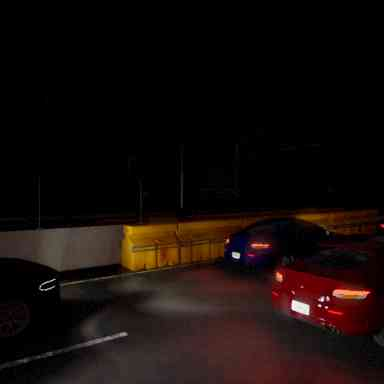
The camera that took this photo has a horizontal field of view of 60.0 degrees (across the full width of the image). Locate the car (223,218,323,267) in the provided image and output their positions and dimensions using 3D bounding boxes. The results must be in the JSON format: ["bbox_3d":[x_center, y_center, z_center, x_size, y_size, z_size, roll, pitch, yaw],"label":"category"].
[{"bbox_3d":[3.052,1.525,10.226,4.674,1.442,1.812,0,0,-35],"label":"car"}]

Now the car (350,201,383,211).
[{"bbox_3d":[18.343,1.600,34.291,4.718,1.301,1.895,0,0,-36],"label":"car"}]

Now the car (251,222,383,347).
[{"bbox_3d":[3.451,1.526,6.217,4.674,1.442,1.812,0,0,-36],"label":"car"}]

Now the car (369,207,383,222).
[{"bbox_3d":[10.853,1.547,15.784,5.357,1.411,2.033,0,0,-36],"label":"car"}]

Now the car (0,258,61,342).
[{"bbox_3d":[-4.560,1.478,4.792,5.008,1.535,1.882,0,0,-35],"label":"car"}]
